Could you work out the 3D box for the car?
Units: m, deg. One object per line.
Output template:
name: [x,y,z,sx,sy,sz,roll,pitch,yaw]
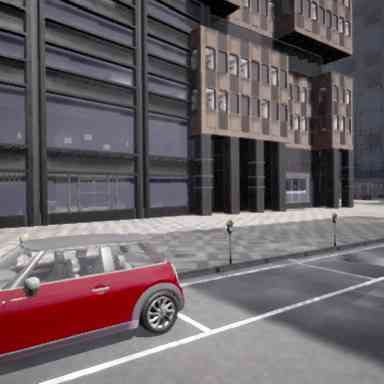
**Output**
car: [-2.215,1.438,5.083,4.097,1.590,1.967,0,-1,-35]
